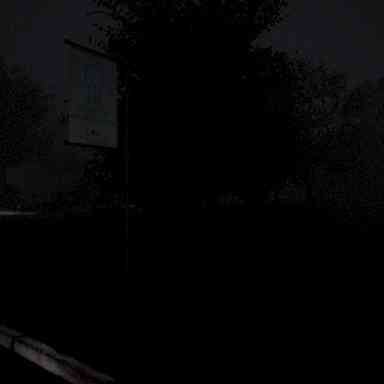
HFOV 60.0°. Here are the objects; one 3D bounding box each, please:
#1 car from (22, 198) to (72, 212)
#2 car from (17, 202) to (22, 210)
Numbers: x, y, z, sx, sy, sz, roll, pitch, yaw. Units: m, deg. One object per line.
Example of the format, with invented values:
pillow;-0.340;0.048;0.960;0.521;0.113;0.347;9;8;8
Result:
car;-16.512;1.469;38.652;1.882;1.535;5.008;0;0;39
car;-18.976;1.482;41.176;2.128;1.511;4.902;0;0;39
